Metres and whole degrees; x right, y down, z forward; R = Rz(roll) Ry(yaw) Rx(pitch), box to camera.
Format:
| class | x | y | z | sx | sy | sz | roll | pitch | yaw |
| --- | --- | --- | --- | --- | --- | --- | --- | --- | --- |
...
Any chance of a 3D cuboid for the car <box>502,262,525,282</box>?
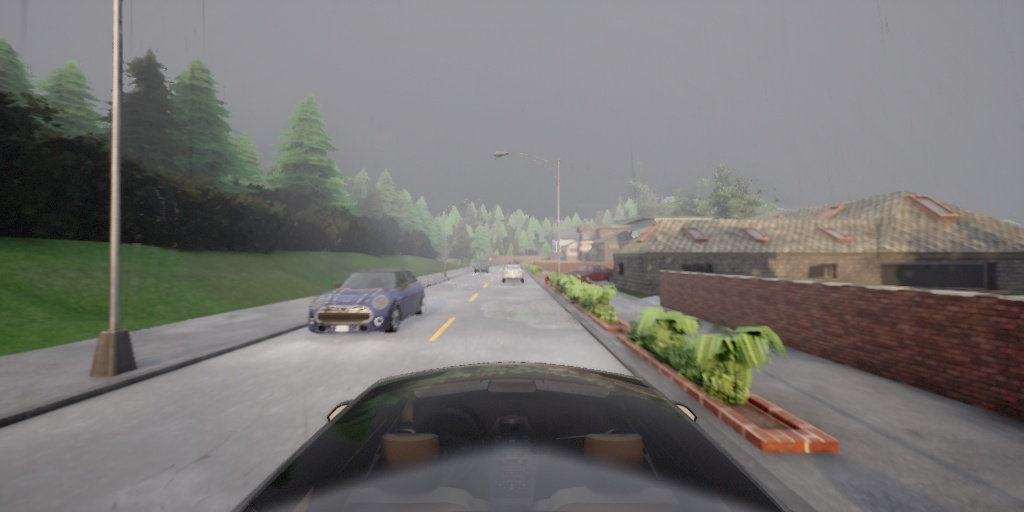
| class | x | y | z | sx | sy | sz | roll | pitch | yaw |
| --- | --- | --- | --- | --- | --- | --- | --- | --- | --- |
| car | 0.103 | 1.528 | 32.223 | 1.812 | 1.442 | 4.674 | 0 | -1 | 0 |

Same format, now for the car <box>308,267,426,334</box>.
| class | x | y | z | sx | sy | sz | roll | pitch | yaw |
| --- | --- | --- | --- | --- | --- | --- | --- | --- | --- |
| car | -4.099 | 1.177 | 10.908 | 2.097 | 1.767 | 4.553 | 0 | 0 | 0 |

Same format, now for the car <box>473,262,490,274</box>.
| class | x | y | z | sx | sy | sz | roll | pitch | yaw |
| --- | --- | --- | --- | --- | --- | --- | --- | --- | --- |
| car | -4.082 | 1.637 | 48.415 | 1.837 | 1.490 | 4.892 | 0 | 0 | 0 |
